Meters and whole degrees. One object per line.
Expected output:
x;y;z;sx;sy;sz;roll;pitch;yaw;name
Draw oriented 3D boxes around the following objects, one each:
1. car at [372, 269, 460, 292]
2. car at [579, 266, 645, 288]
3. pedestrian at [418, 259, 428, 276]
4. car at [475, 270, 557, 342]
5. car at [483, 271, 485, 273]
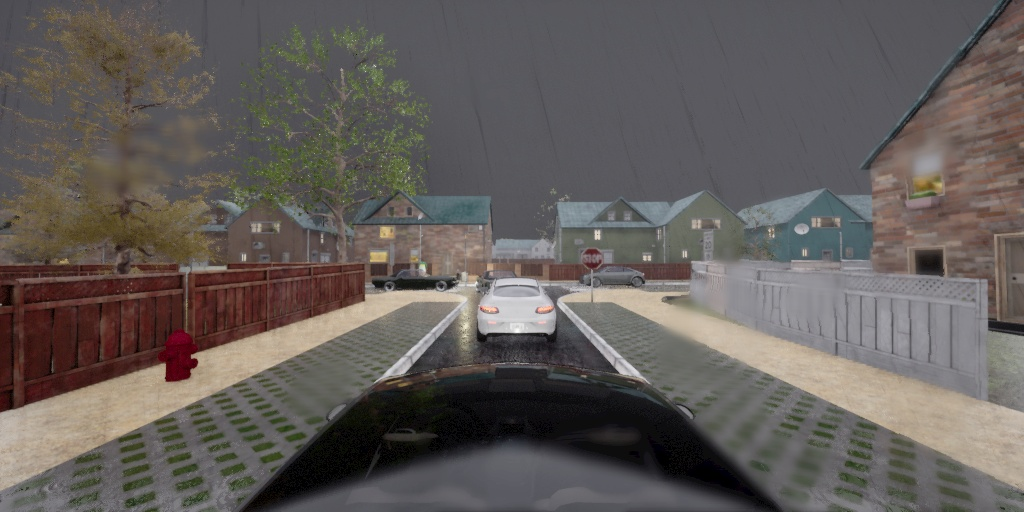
-5.471;1.416;20.876;4.718;1.301;1.895;-1;-1;1;car
6.551;1.344;23.660;4.181;1.385;1.994;0;-1;1;car
-6.687;1.119;26.762;0.375;1.860;0.375;0;-1;1;pedestrian
0.107;1.279;9.670;1.812;1.442;4.674;0;0;0;car
-0.747;1.366;18.489;1.895;1.301;4.718;0;-1;-12;car
